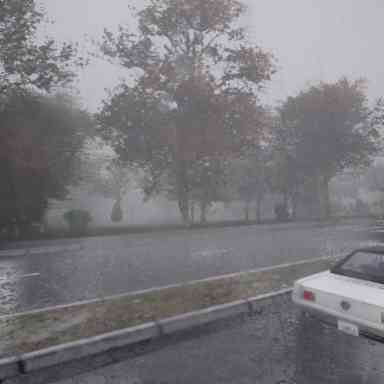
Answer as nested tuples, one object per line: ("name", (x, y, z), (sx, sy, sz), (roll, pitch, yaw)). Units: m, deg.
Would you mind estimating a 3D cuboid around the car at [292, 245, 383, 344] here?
("car", (4.025, 1.655, 5.996), (4.718, 1.301, 1.895), (1, 0, -35))
